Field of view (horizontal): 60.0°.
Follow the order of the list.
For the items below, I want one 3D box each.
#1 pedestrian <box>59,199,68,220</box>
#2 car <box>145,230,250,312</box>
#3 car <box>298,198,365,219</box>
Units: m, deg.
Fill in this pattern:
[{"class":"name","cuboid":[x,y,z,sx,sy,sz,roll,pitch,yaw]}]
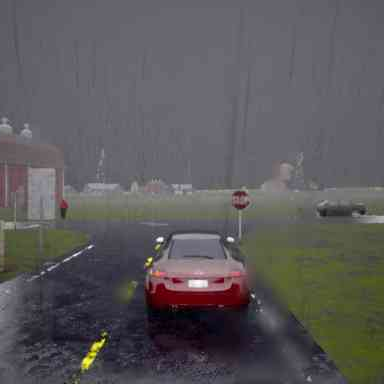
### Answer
[{"class":"pedestrian","cuboid":[-11.273,1.489,29.142,0.375,1.860,0.375,0,0,4]},{"class":"car","cuboid":[0.087,1.565,7.799,1.994,1.385,4.181,0,0,-1]},{"class":"car","cuboid":[10.877,1.285,26.079,5.008,1.535,1.882,-1,0,-3]}]
